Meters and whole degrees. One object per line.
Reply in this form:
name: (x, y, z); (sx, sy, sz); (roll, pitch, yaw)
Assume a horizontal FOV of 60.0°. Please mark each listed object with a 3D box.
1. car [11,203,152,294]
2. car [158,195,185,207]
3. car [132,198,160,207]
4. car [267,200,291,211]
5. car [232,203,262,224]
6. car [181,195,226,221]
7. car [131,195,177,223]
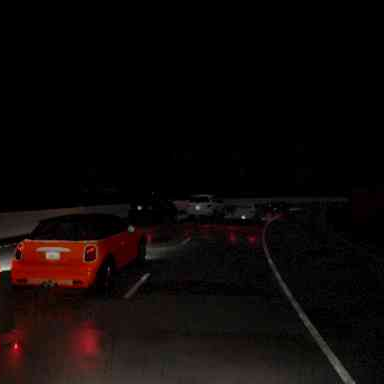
car: (-2.704, 1.346, 9.052); (2.097, 1.767, 4.553); (0, 0, 5)
car: (-3.130, 1.357, 52.108); (2.097, 1.767, 4.553); (0, 0, 30)
car: (-7.100, 1.594, 52.261); (1.895, 1.301, 4.718); (0, 0, 29)
car: (10.786, 1.649, 40.886); (1.895, 1.301, 4.718); (0, 0, 28)
car: (4.249, 1.547, 25.359); (1.812, 1.442, 4.674); (0, 0, 17)
car: (1.266, 1.234, 27.586); (2.150, 2.045, 5.566); (0, 0, 18)
car: (-2.933, 1.220, 25.850); (2.150, 2.045, 5.566); (0, 0, 16)
